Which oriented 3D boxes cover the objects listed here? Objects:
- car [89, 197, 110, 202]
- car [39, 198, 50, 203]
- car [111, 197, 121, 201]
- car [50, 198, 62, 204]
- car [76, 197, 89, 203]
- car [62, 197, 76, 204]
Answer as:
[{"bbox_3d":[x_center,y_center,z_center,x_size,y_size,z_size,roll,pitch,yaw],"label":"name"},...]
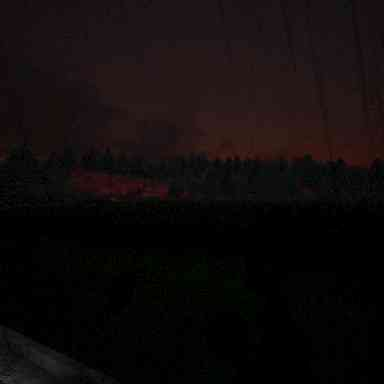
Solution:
[{"bbox_3d":[-22.877,2.015,82.422,2.097,1.767,4.553,0,0,11],"label":"car"},{"bbox_3d":[-36.716,2.286,84.596,2.128,1.511,4.902,0,0,11],"label":"car"},{"bbox_3d":[-20.975,2.039,92.131,1.882,1.535,5.008,0,0,11],"label":"car"},{"bbox_3d":[-33.201,2.292,84.332,1.994,1.385,4.181,0,0,11],"label":"car"},{"bbox_3d":[-26.326,2.287,83.015,1.895,1.301,4.718,0,0,11],"label":"car"},{"bbox_3d":[-29.747,2.063,83.767,2.097,1.767,4.553,0,0,11],"label":"car"}]
